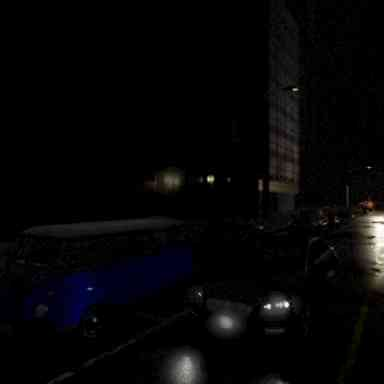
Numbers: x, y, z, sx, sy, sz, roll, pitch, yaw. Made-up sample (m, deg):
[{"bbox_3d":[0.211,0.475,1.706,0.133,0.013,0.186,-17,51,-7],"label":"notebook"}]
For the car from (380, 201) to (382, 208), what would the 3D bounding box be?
[{"bbox_3d":[45.885,3.422,83.251,1.947,1.339,4.313,-1,-2,32],"label":"car"}]

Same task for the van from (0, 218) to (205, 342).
[{"bbox_3d":[-1.535,1.458,6.521,1.690,1.788,3.998,0,-1,32],"label":"van"}]

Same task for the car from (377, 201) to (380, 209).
[{"bbox_3d":[36.995,2.820,68.869,2.192,1.841,5.009,-1,-1,32],"label":"car"}]

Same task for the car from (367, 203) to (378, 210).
[{"bbox_3d":[39.958,3.165,73.660,1.887,1.381,4.507,-1,-1,32],"label":"car"}]

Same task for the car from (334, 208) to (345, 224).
[{"bbox_3d":[10.320,2.064,25.702,1.887,1.381,4.507,0,-1,32],"label":"car"}]

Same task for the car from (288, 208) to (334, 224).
[{"bbox_3d":[7.356,1.857,20.908,1.967,1.590,4.097,0,-1,32],"label":"car"}]

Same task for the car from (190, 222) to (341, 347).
[{"bbox_3d":[1.775,1.624,6.792,2.128,1.511,4.902,0,-1,32],"label":"car"}]

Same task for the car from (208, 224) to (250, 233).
[{"bbox_3d":[1.428,1.780,11.313,1.947,1.339,4.313,0,-1,32],"label":"car"}]

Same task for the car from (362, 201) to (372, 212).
[{"bbox_3d":[25.139,2.363,49.686,2.192,1.841,5.009,-1,-1,32],"label":"car"}]

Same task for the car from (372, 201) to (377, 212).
[{"bbox_3d":[31.067,2.591,59.278,2.192,1.841,5.009,-1,-1,32],"label":"car"}]

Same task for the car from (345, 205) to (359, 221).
[{"bbox_3d":[16.248,2.307,35.294,1.802,1.307,4.206,0,-1,32],"label":"car"}]

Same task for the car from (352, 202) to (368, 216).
[{"bbox_3d":[22.086,2.458,44.742,1.752,1.417,4.829,-1,-1,32],"label":"car"}]
